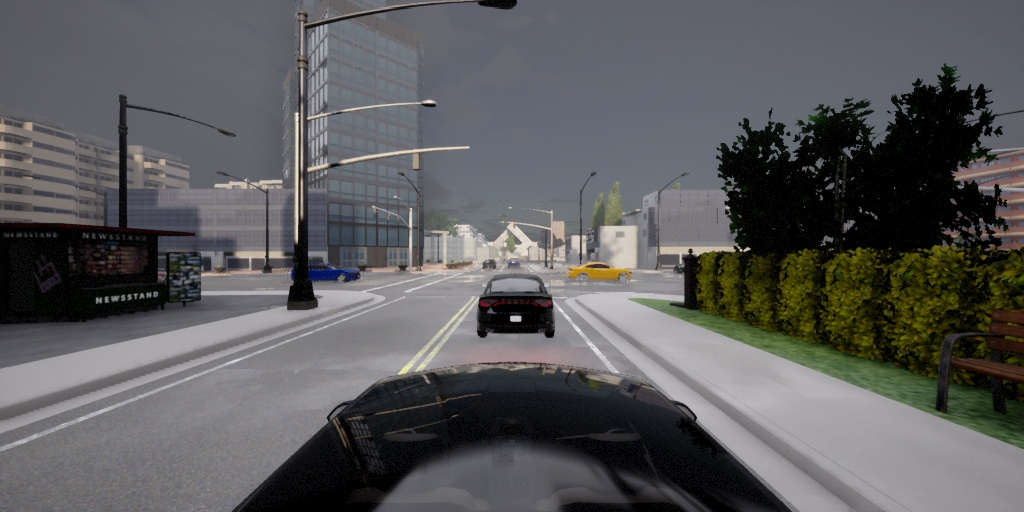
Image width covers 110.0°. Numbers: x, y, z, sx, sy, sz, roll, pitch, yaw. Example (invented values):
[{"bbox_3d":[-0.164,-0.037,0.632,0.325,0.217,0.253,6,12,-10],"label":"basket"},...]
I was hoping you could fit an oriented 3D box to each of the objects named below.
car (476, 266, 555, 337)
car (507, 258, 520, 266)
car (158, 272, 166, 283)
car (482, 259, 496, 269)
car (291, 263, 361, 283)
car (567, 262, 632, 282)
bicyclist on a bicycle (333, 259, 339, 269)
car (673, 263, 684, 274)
[{"bbox_3d":[0.107,1.228,10.355,1.882,1.535,5.008,0,0,1],"label":"car"},{"bbox_3d":[0.316,1.102,61.632,2.097,1.767,4.553,0,0,0],"label":"car"},{"bbox_3d":[-29.516,1.548,27.901,4.674,1.442,1.812,0,0,0],"label":"car"},{"bbox_3d":[-3.395,1.228,54.136,1.882,1.535,5.008,0,0,0],"label":"car"},{"bbox_3d":[-14.460,1.317,27.968,5.008,1.535,1.882,-1,0,0],"label":"car"},{"bbox_3d":[6.808,1.227,28.048,5.008,1.535,1.882,0,0,0],"label":"car"},{"bbox_3d":[-21.835,1.216,44.408,0.582,1.620,1.656,-1,0,0],"label":"bicyclist on a bicycle"},{"bbox_3d":[19.977,1.058,38.806,4.553,1.767,2.097,0,0,0],"label":"car"}]
